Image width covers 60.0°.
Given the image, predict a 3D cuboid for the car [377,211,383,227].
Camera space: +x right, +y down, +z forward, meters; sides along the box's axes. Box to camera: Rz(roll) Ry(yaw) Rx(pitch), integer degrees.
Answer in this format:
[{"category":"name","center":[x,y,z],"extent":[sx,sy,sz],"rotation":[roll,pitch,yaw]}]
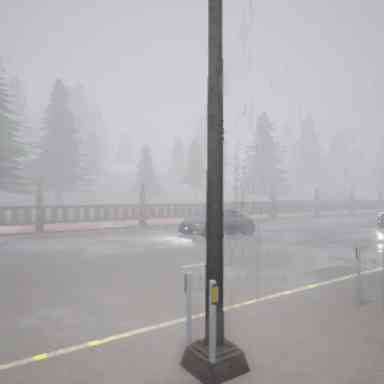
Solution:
[{"category":"car","center":[14.432,1.482,22.237],"extent":[4.553,1.767,2.097],"rotation":[0,0,-34]}]

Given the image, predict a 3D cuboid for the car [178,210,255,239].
[{"category":"car","center":[1.362,1.630,17.700],"extent":[4.181,1.385,1.994],"rotation":[0,0,-34]}]
